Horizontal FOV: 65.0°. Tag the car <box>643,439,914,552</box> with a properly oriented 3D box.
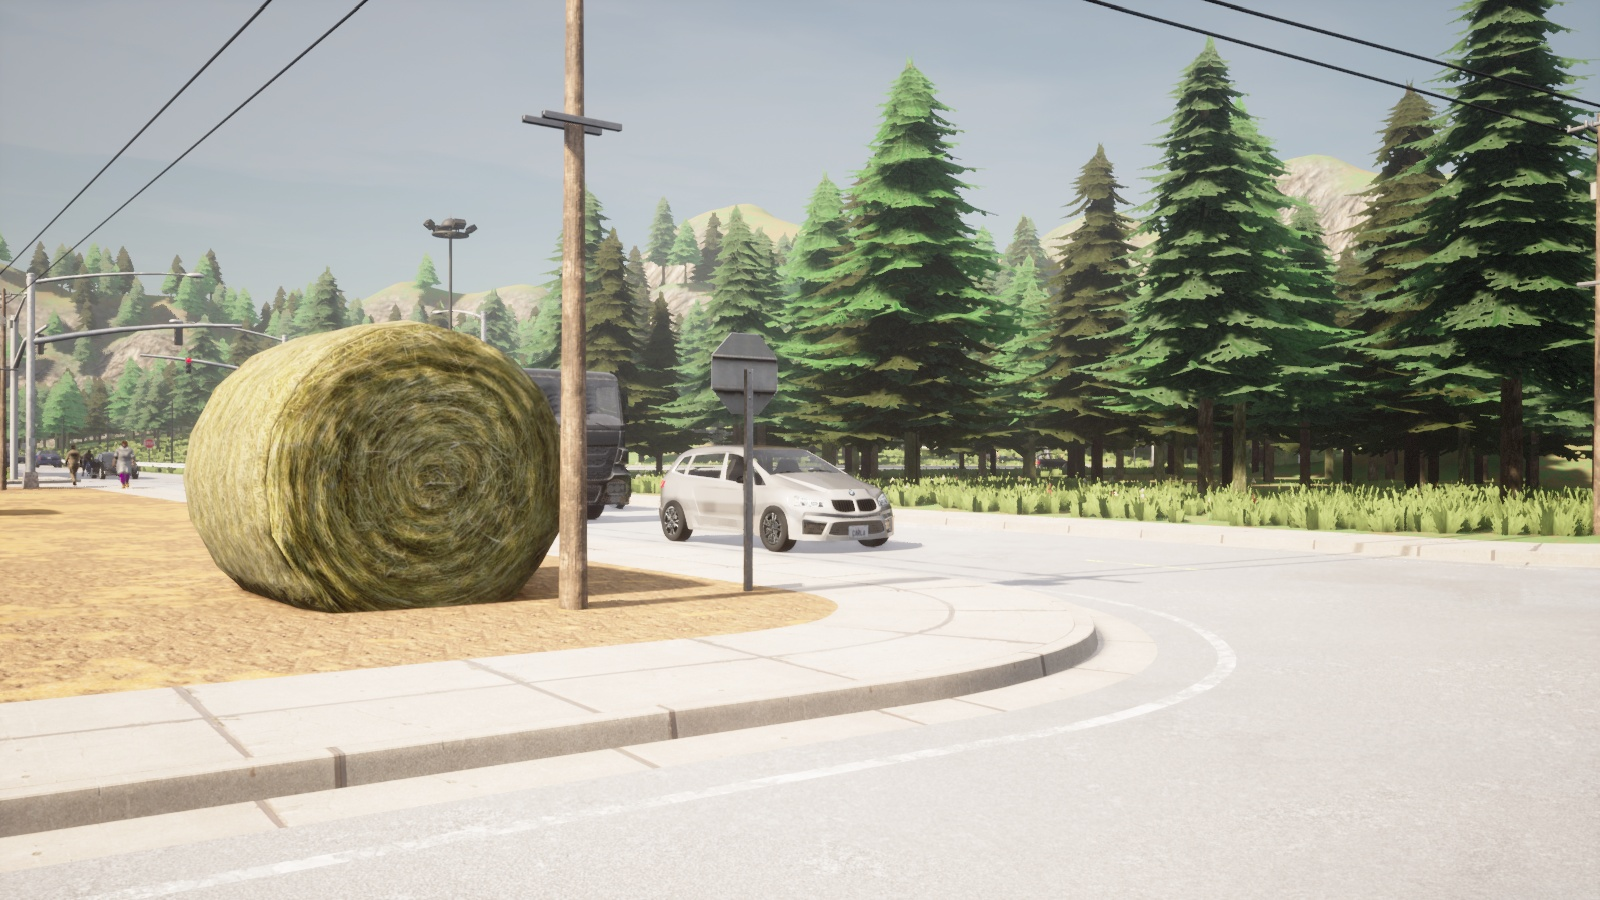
[{"bbox_3d":[-0.478,0.677,21.074,2.242,1.667,4.611,0,0,-37],"label":"car"}]

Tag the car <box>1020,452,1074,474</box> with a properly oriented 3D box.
[{"bbox_3d":[17.822,0.915,90.697,3.705,1.549,1.789,0,0,-36],"label":"car"}]

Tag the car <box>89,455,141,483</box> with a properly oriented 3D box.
[{"bbox_3d":[-38.275,1.037,70.097,1.837,1.490,4.892,0,0,-38],"label":"car"}]

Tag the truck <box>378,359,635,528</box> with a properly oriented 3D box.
[{"bbox_3d":[-7.195,-0.114,29.783,2.891,3.462,7.936,0,0,-38],"label":"truck"}]

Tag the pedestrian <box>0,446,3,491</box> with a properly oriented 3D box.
[{"bbox_3d":[-33.091,0.752,51.704,0.353,1.847,0.614,0,0,-41],"label":"pedestrian"}]

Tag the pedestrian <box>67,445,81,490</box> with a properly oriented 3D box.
[{"bbox_3d":[-31.076,0.752,53.758,0.396,1.930,0.692,0,0,-38],"label":"pedestrian"}]

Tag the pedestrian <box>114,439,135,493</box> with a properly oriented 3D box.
[{"bbox_3d":[-24.903,0.593,46.287,0.659,1.952,0.873,0,0,-27],"label":"pedestrian"}]
